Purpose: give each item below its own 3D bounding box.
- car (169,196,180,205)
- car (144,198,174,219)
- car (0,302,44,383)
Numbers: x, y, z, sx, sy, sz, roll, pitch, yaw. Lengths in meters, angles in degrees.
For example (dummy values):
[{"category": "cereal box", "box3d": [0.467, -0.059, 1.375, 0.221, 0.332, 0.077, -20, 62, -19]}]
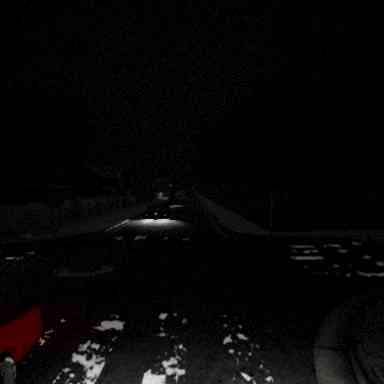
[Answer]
[{"category": "car", "box3d": [-2.864, 1.325, 52.221, 2.033, 1.411, 5.357, 0, 0, 0]}, {"category": "car", "box3d": [-2.808, 1.477, 27.821, 1.994, 1.385, 4.181, 0, 0, 0]}, {"category": "car", "box3d": [-2.762, 1.591, 1.890, 1.895, 1.301, 4.718, 0, 0, 0]}]
